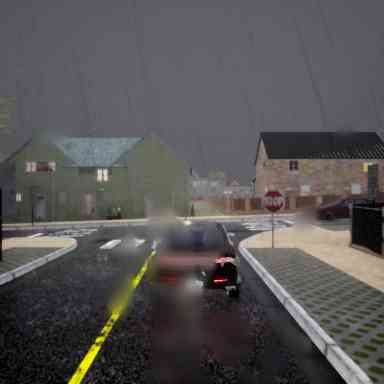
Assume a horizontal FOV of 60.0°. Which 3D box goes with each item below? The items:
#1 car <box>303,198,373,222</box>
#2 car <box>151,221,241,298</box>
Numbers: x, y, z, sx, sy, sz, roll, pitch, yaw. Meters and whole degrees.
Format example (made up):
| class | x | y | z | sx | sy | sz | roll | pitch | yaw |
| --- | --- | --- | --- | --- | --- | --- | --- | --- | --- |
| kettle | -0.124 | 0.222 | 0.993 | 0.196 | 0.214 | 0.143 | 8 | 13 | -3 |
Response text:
| class | x | y | z | sx | sy | sz | roll | pitch | yaw |
| --- | --- | --- | --- | --- | --- | --- | --- | --- | --- |
| car | 10.153 | 1.133 | 21.716 | 5.357 | 1.411 | 2.033 | -2 | 0 | -1 |
| car | 0.134 | 1.493 | 8.537 | 2.128 | 1.511 | 4.902 | 0 | 0 | 2 |
